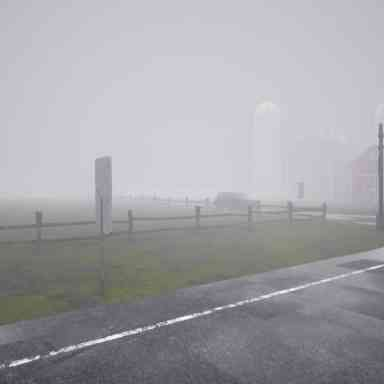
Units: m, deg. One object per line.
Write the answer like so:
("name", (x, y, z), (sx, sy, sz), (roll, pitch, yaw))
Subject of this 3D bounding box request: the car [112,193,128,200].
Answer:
("car", (-14.938, 0.924, 67.997), (2.033, 1.411, 5.357), (-1, 1, -36))

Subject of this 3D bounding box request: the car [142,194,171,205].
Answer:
("car", (-5.065, 1.207, 49.239), (1.895, 1.301, 4.718), (-1, 1, -36))

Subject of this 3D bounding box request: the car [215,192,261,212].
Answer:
("car", (4.780, 0.988, 35.552), (2.150, 2.045, 5.566), (-1, 1, -36))

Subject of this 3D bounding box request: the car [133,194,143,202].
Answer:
("car", (-9.090, 1.041, 59.844), (1.994, 1.385, 4.181), (-1, 1, -35))
